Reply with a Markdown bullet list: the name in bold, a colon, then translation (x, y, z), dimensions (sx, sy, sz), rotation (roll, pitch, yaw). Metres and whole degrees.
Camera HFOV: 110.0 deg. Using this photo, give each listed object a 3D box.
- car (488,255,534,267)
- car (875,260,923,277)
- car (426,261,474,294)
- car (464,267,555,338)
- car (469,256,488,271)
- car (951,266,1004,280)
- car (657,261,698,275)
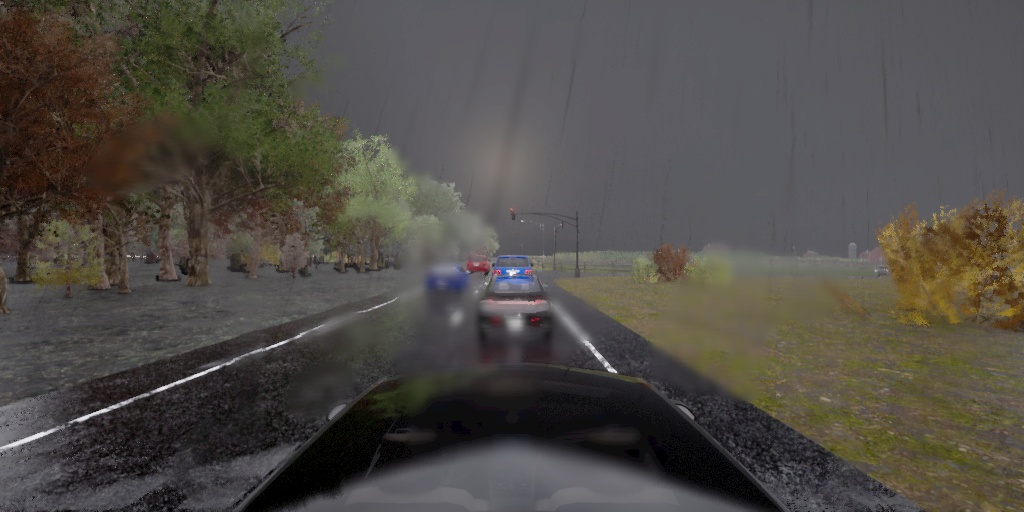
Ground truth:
- **car**: translation (0.038, 0.974, 20.059), dimensions (2.150, 2.045, 5.566), rotation (0, 0, 0)
- **car**: translation (47.380, 1.546, 43.268), dimensions (5.566, 2.045, 2.150), rotation (1, -1, 1)
- **car**: translation (-3.462, 1.230, 20.115), dimensions (1.882, 1.535, 5.008), rotation (0, 0, 0)
- **car**: translation (0.074, 1.243, 10.142), dimensions (2.128, 1.511, 4.902), rotation (0, 0, 0)
- **car**: translation (-3.529, 0.976, 38.553), dimensions (2.150, 2.045, 5.566), rotation (0, 0, 0)
- **car**: translation (51.214, 1.830, 39.671), dimensions (4.674, 1.442, 1.812), rotation (1, -1, 1)
- **car**: translation (19.891, 1.374, 43.336), dimensions (4.553, 1.767, 2.097), rotation (1, -1, 0)
